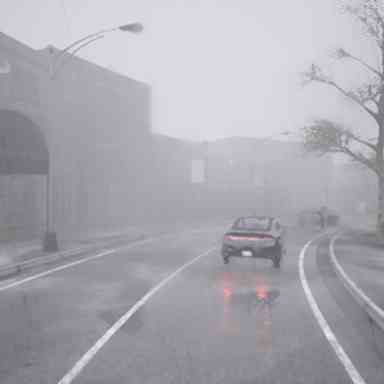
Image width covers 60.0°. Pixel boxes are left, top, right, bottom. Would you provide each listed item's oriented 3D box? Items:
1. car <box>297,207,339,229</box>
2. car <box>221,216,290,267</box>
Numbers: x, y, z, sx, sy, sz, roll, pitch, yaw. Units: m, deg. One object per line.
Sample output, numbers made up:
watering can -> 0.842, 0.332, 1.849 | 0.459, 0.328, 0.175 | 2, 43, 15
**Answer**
car -> 9.516, 1.853, 24.845 | 2.128, 1.511, 4.902 | 1, 0, 39
car -> 2.394, 1.626, 12.038 | 2.128, 1.511, 4.902 | 1, -1, 19
